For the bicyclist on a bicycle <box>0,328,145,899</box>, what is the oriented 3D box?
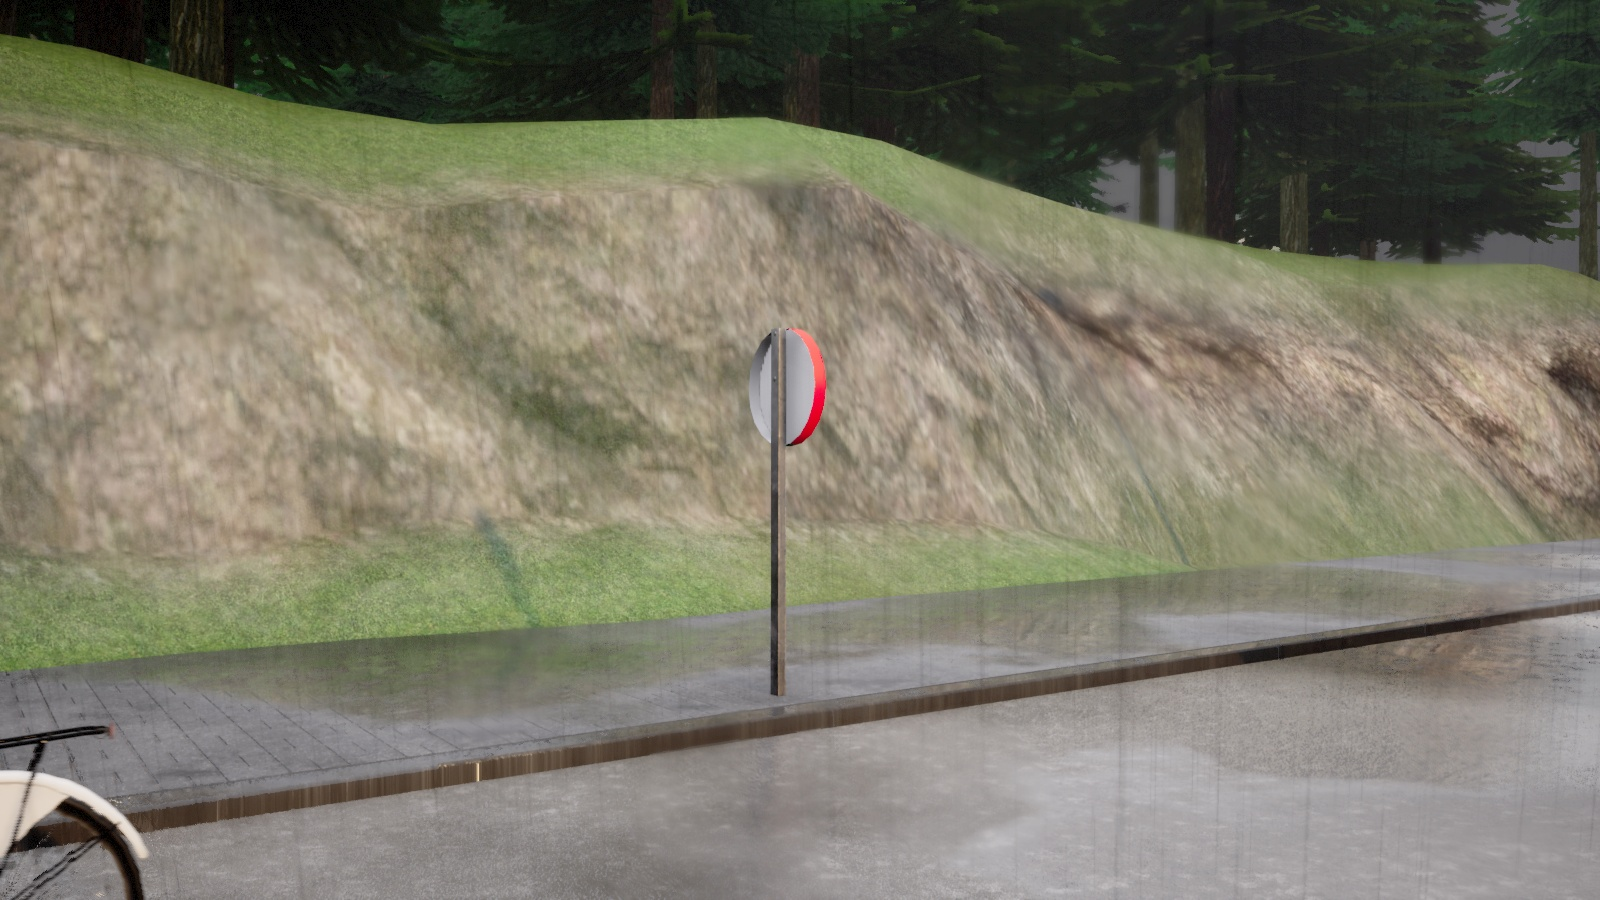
[{"bbox_3d":[-2.425,0.627,2.575,1.843,1.776,0.659,0,0,-35],"label":"bicyclist on a bicycle"}]
